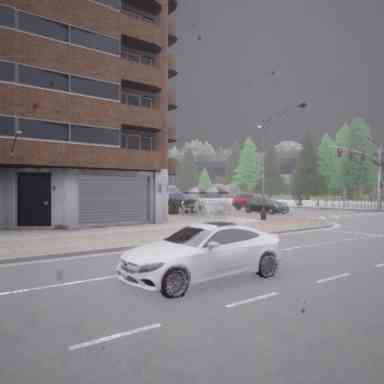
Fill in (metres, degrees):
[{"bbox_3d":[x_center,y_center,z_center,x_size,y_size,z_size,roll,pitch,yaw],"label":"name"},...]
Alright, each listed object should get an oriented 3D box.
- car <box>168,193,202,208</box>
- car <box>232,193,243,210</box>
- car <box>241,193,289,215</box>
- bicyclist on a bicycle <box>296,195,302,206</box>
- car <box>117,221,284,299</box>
[{"bbox_3d":[-1.053,1.161,44.856,2.150,2.045,5.566,0,1,-40],"label":"car"},{"bbox_3d":[7.231,1.166,39.643,2.150,2.045,5.566,0,0,-36],"label":"car"},{"bbox_3d":[7.485,1.297,33.304,2.097,1.767,4.553,0,0,-36],"label":"car"},{"bbox_3d":[15.294,1.245,47.289,1.656,1.620,0.582,0,0,-36],"label":"bicyclist on a bicycle"},{"bbox_3d":[0.415,1.526,8.587,4.674,1.442,1.812,0,0,-36],"label":"car"}]
